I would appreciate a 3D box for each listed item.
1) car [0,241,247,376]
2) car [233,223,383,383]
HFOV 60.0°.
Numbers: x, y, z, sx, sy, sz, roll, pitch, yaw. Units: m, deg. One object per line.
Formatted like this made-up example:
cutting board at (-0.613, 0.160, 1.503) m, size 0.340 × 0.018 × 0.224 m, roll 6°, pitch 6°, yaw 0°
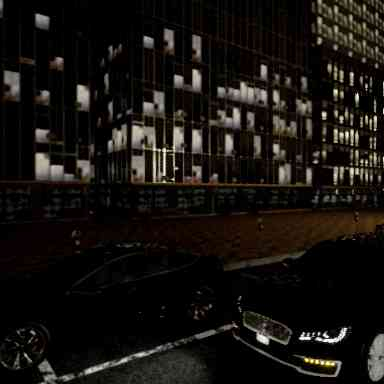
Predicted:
car at (-1.368, 1.567, 5.587) m, size 4.313 × 1.339 × 1.947 m, roll 0°, pitch 0°, yaw -36°
car at (2.821, 1.508, 5.393) m, size 4.892 × 1.490 × 1.837 m, roll 0°, pitch 0°, yaw -36°
